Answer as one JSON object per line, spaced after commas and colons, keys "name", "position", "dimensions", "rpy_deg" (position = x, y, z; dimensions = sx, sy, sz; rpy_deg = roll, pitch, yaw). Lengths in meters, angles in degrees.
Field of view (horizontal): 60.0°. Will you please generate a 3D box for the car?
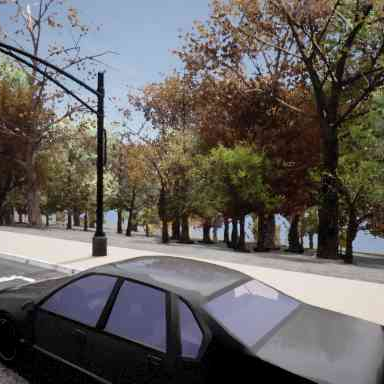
{"name": "car", "position": [-0.544, 1.547, 4.066], "dimensions": [5.357, 1.411, 2.033], "rpy_deg": [0, 0, 35]}
